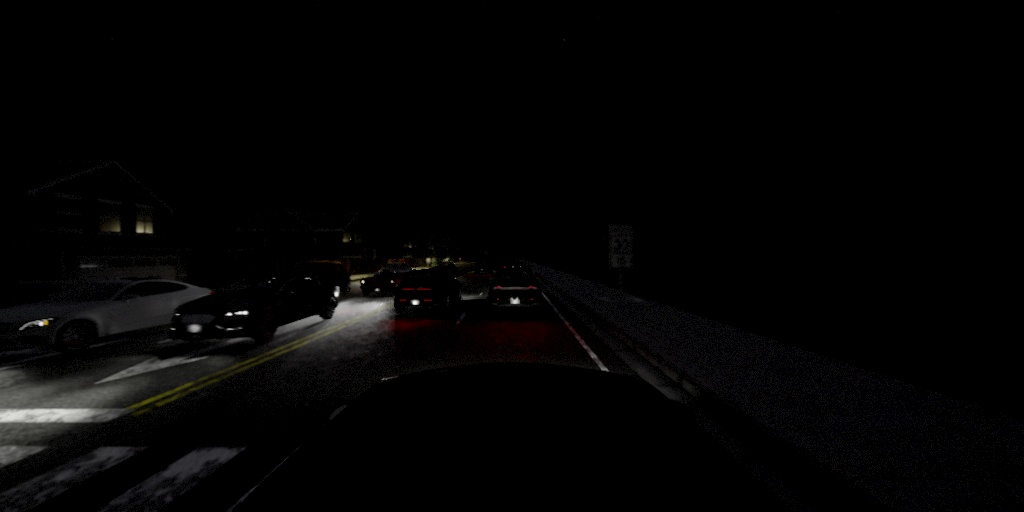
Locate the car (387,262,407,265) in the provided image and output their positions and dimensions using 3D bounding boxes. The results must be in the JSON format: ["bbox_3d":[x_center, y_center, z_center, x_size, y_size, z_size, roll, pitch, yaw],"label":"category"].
[{"bbox_3d":[-9.835,1.268,30.299,1.812,1.442,4.674,0,0,0],"label":"car"}]

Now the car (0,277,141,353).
[{"bbox_3d":[-9.835,1.274,8.949,1.812,1.442,4.674,0,0,0],"label":"car"}]

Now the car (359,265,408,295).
[{"bbox_3d":[-6.596,1.346,19.753,1.895,1.301,4.718,0,0,0],"label":"car"}]

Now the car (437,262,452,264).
[{"bbox_3d":[-6.562,1.289,35.086,2.033,1.411,5.357,0,0,0],"label":"car"}]

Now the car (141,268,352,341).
[{"bbox_3d":[-6.596,1.240,9.901,2.128,1.511,4.902,0,0,0],"label":"car"}]

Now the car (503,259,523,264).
[{"bbox_3d":[0.100,1.093,37.636,2.097,1.767,4.553,0,0,0],"label":"car"}]

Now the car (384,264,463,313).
[{"bbox_3d":[-3.149,1.253,14.079,1.837,1.490,4.892,0,0,0],"label":"car"}]

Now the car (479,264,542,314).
[{"bbox_3d":[0.101,1.240,13.859,2.128,1.511,4.902,0,0,0],"label":"car"}]

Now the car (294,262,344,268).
[{"bbox_3d":[-9.845,1.098,17.742,2.097,1.767,4.553,0,0,0],"label":"car"}]

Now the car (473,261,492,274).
[{"bbox_3d":[-3.246,1.266,40.993,1.812,1.442,4.674,0,0,0],"label":"car"}]
